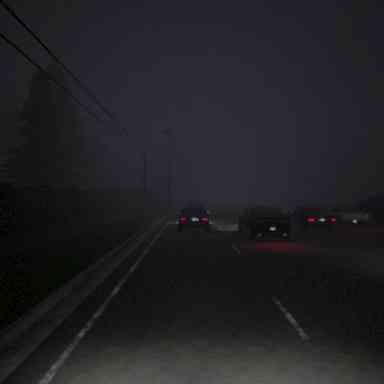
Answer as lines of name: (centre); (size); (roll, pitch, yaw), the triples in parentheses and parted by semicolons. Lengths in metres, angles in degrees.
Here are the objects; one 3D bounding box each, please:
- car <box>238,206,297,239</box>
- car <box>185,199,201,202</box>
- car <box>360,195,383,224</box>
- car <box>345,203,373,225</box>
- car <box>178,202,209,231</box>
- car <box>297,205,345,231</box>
car: (3.607, 1.486, 17.324); (1.882, 1.535, 5.008); (0, 0, 0)
car: (0.104, 1.547, 41.740); (1.812, 1.442, 4.674); (0, 0, 0)
car: (14.111, 1.233, 24.708); (2.150, 2.045, 5.566); (0, 0, 0)
car: (10.611, 1.612, 23.873); (1.895, 1.301, 4.718); (0, 0, 0)
car: (0.109, 1.558, 20.812); (2.033, 1.411, 5.357); (0, 0, 0)
car: (7.109, 1.557, 20.601); (2.033, 1.411, 5.357); (0, 0, 0)
